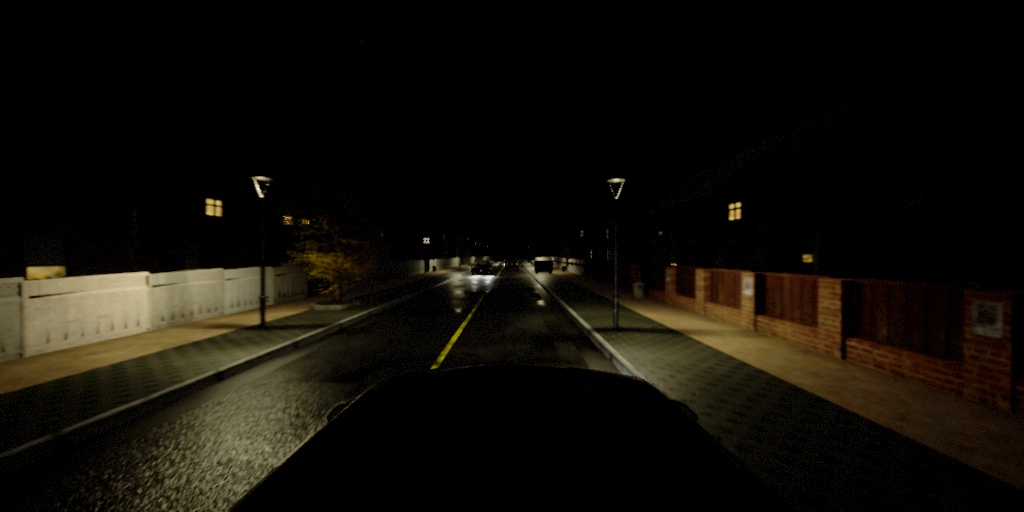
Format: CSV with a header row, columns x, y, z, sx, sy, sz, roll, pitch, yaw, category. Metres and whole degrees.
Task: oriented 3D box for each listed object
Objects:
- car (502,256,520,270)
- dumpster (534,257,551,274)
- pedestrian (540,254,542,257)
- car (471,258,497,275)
x,y,z,sx,sy,sz,roll,pitch,yaw,category
0.029,1.073,48.023,2.033,1.411,5.357,0,0,1,car
3.013,0.986,35.327,1.020,1.700,1.940,0,0,0,dumpster
3.013,0.724,36.783,0.375,1.860,0.375,0,1,-6,pedestrian
-2.837,1.156,34.960,1.994,1.385,4.181,0,0,0,car
